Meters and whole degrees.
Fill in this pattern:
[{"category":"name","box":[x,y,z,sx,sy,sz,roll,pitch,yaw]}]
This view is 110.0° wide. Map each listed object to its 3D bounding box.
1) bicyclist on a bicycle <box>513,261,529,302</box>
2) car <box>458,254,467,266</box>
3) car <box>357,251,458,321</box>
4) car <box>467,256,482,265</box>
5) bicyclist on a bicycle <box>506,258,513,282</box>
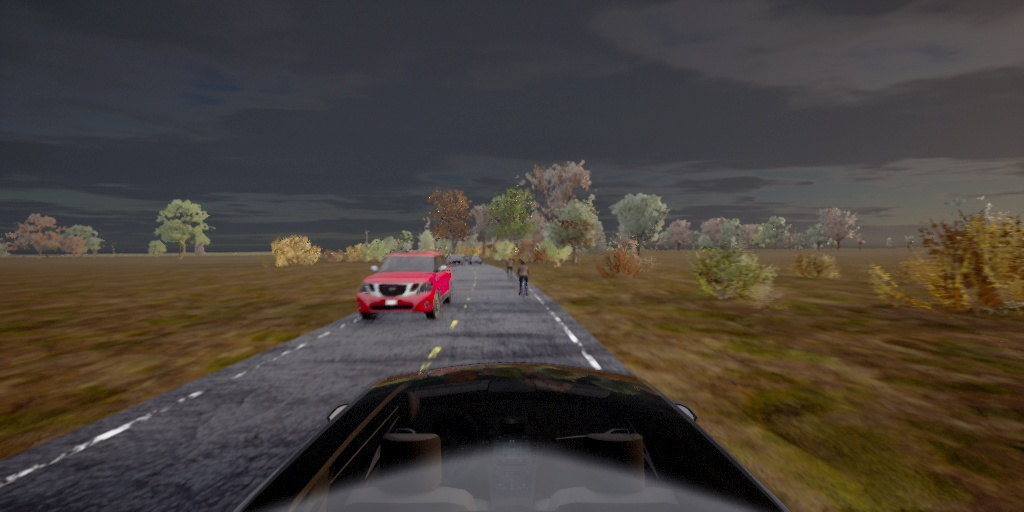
[{"category":"bicyclist on a bicycle","box":[0.469,1.037,14.783,0.582,1.620,1.656,0,0,-3]},{"category":"car","box":[-8.359,0.498,53.843,2.097,1.767,4.553,0,1,-11]},{"category":"car","box":[-3.357,0.854,12.392,2.150,2.045,5.566,0,1,-2]},{"category":"car","box":[-6.054,0.634,58.032,2.033,1.411,5.357,0,1,-12]},{"category":"bicyclist on a bicycle","box":[-0.143,0.926,23.847,0.582,1.620,1.656,0,0,-5]}]
